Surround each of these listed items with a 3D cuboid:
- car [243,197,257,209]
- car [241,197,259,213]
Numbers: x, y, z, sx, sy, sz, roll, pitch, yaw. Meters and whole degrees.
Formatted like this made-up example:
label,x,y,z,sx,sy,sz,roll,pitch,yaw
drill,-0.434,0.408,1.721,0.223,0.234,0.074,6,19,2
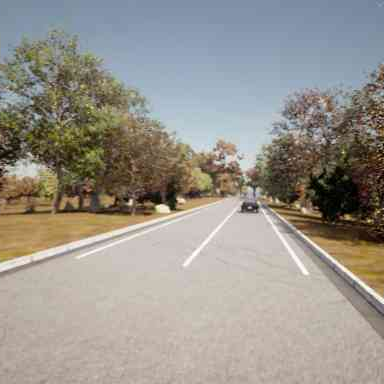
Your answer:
label,x,y,z,sx,sy,sz,roll,pitch,yaw
car,8.686,1.587,49.802,1.837,1.490,4.892,2,0,10
car,6.620,1.541,38.063,1.882,1.535,5.008,2,0,10
